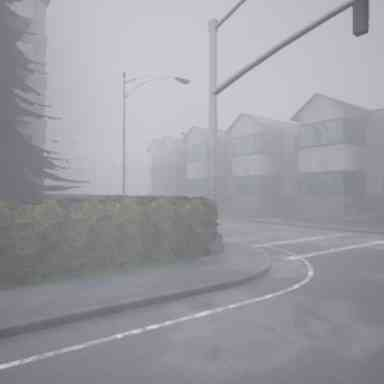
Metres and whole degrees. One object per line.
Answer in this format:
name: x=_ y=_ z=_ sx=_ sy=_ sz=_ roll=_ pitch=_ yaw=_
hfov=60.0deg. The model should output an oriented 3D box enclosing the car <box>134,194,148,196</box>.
car: x=-10.440 y=1.448 z=77.588 sx=4.514 sy=1.523 sz=2.007 roll=0 pitch=0 yaw=-37
